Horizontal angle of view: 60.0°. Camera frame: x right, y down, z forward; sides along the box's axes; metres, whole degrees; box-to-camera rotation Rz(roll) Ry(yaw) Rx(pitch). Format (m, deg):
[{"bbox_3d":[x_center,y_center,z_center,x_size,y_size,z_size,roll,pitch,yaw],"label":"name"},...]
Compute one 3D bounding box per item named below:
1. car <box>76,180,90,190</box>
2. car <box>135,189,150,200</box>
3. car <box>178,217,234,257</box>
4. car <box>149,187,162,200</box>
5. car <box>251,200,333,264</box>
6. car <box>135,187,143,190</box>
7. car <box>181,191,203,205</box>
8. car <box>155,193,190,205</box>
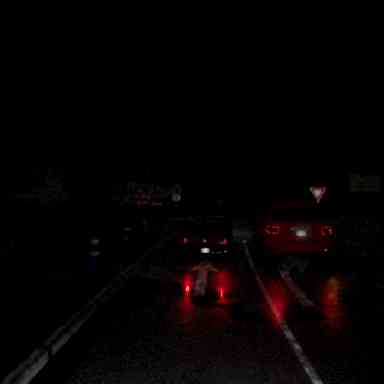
[{"bbox_3d":[-29.573,-1.688,90.025,4.892,1.521,2.231,-3,6,-35],"label":"car"},{"bbox_3d":[-9.778,0.767,64.647,1.895,1.301,4.718,0,4,-10],"label":"car"},{"bbox_3d":[0.702,1.667,13.331,1.895,1.301,4.718,0,0,7],"label":"car"},{"bbox_3d":[-6.852,0.497,65.343,2.097,1.767,4.553,0,4,-10],"label":"car"},{"bbox_3d":[3.480,1.294,12.387,2.150,2.045,5.566,0,0,6],"label":"car"},{"bbox_3d":[-12.083,-0.421,76.492,2.033,1.411,5.357,0,5,-13],"label":"car"},{"bbox_3d":[-0.946,0.931,53.051,5.566,2.045,2.150,1,1,28],"label":"car"},{"bbox_3d":[-2.952,1.296,50.867,4.181,1.385,1.994,1,1,32],"label":"car"}]
